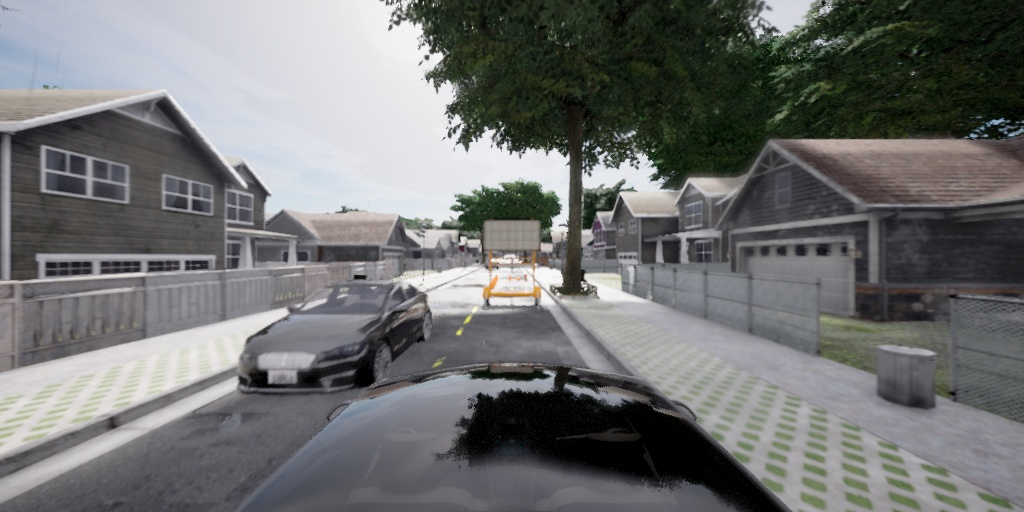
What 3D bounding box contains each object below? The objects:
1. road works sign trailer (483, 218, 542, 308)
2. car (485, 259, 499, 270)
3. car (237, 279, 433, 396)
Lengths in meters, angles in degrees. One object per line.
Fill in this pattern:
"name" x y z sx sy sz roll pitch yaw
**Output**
"road works sign trailer" 0.007 0.206 15.048 2.380 3.560 2.880 0 0 0
"car" -2.815 1.170 50.931 2.128 1.511 4.902 0 0 0
"car" -2.850 1.239 6.908 2.128 1.511 4.902 0 0 0
